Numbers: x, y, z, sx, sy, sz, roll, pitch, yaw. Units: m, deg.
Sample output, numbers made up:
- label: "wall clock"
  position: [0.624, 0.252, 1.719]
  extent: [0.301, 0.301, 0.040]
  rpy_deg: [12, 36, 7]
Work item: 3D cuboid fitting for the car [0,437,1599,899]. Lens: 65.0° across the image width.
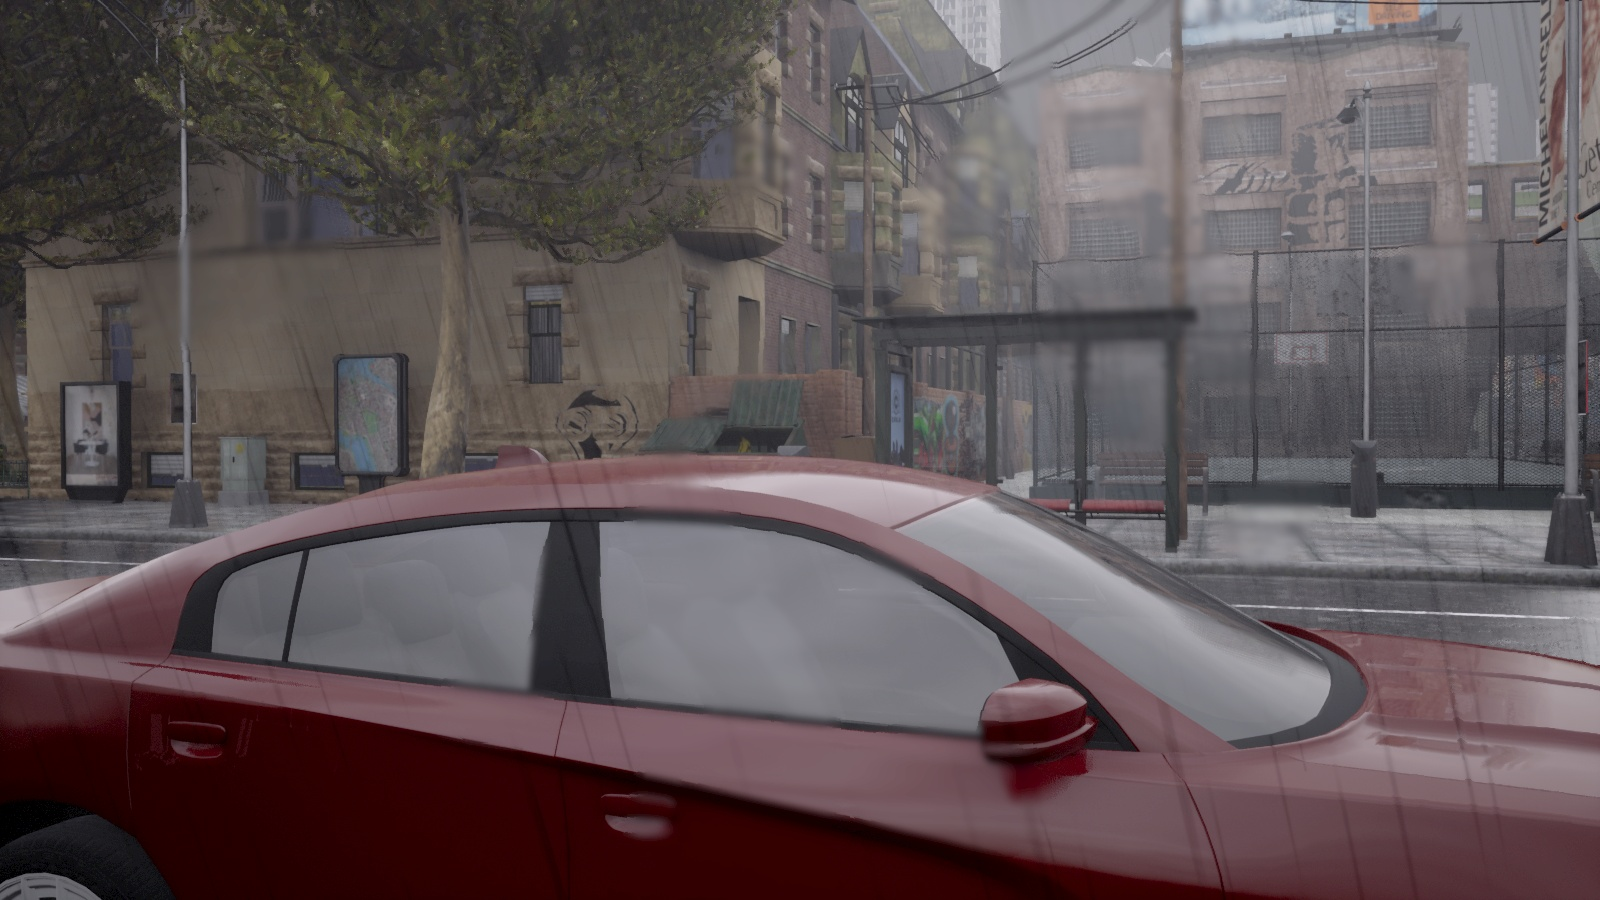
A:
- label: "car"
  position: [0.026, 0.754, 3.152]
  extent: [5.008, 1.535, 1.882]
  rpy_deg: [1, 1, 18]
